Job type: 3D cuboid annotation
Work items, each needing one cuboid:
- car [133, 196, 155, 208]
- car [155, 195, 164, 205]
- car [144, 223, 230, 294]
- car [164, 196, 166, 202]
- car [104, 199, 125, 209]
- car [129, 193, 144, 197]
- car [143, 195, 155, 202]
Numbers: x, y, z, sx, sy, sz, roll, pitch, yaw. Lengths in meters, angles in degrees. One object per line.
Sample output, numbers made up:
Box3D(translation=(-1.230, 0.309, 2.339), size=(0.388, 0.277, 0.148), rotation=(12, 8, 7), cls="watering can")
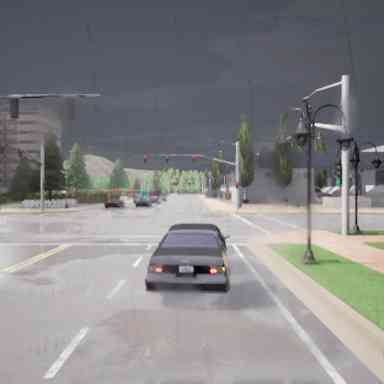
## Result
Box3D(translation=(-7.067, 1.623, 48.816), size=(1.895, 1.301, 4.718), rotation=(0, 0, 0), cls="car")
Box3D(translation=(-7.033, 1.575, 61.786), size=(2.033, 1.411, 5.357), rotation=(0, 0, 1), cls="car")
Box3D(translation=(0.058, 1.552, 8.970), size=(2.033, 1.411, 5.357), rotation=(0, 0, 4), cls="car")
Box3D(translation=(-6.974, 1.558, 77.018), size=(2.128, 1.511, 4.902), rotation=(0, 0, 0), cls="car")
Box3D(translation=(-10.575, 1.621, 45.548), size=(1.895, 1.301, 4.718), rotation=(0, 0, 0), cls="car")
Box3D(translation=(-10.499, 1.523, 65.871), size=(2.128, 1.511, 4.902), rotation=(0, 0, 1), cls="car")
Box3D(translation=(-10.472, 1.561, 81.186), size=(2.033, 1.411, 5.357), rotation=(0, 0, 0), cls="car")
